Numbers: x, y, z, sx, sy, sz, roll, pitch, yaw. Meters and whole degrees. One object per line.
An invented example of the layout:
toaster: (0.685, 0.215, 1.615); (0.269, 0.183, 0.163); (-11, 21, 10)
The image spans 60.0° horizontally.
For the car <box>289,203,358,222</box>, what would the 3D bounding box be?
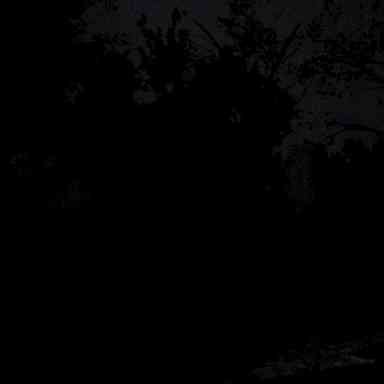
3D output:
car: (11.401, 1.738, 29.215); (2.033, 1.411, 5.357); (0, -1, -35)

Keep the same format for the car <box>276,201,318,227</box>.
car: (8.673, 1.629, 24.393); (4.892, 1.521, 2.231); (0, -1, -35)

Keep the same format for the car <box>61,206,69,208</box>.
car: (-30.604, 4.359, 80.827); (5.008, 1.535, 2.097); (0, -3, -35)

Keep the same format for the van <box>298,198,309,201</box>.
van: (14.375, 1.557, 37.392); (4.442, 1.987, 1.878); (0, -1, -35)
